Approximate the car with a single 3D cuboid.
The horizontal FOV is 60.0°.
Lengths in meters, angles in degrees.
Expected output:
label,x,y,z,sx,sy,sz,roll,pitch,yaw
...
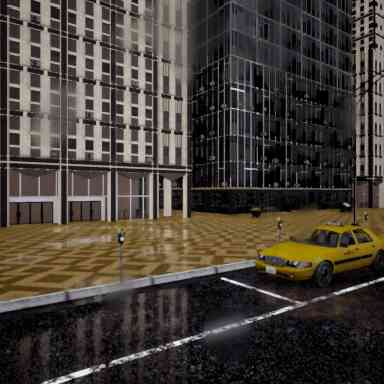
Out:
label,x,y,z,sx,sy,sz,roll,pitch,yaw
car,3.830,1.526,9.271,4.829,1.417,1.752,0,0,-35
